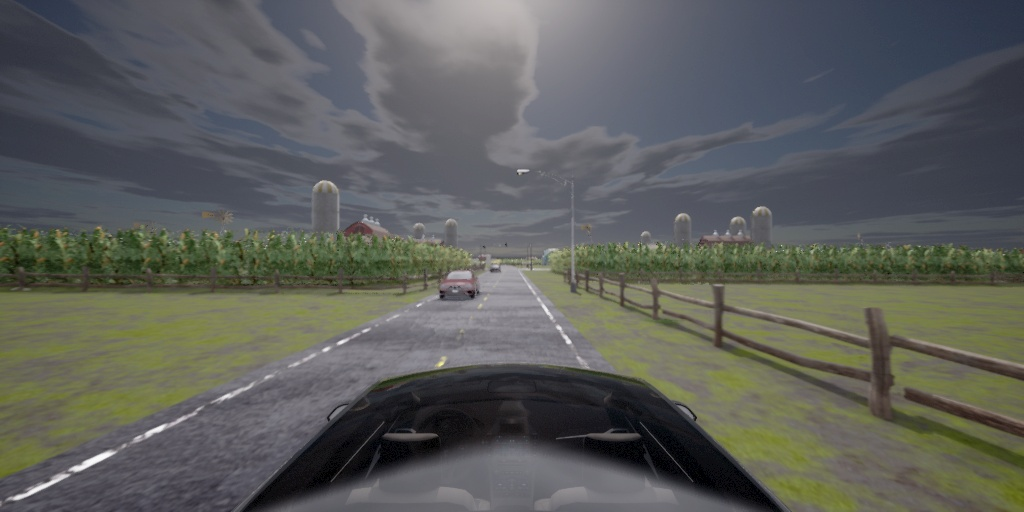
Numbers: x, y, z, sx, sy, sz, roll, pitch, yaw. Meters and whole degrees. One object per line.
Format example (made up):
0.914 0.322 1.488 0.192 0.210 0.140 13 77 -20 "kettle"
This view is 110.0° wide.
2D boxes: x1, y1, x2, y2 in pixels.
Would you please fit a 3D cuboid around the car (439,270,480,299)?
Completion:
-2.840 1.519 20.149 1.812 1.442 4.674 0 -1 0 "car"

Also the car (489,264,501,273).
-2.792 2.124 60.702 2.033 1.411 5.357 0 -1 1 "car"
